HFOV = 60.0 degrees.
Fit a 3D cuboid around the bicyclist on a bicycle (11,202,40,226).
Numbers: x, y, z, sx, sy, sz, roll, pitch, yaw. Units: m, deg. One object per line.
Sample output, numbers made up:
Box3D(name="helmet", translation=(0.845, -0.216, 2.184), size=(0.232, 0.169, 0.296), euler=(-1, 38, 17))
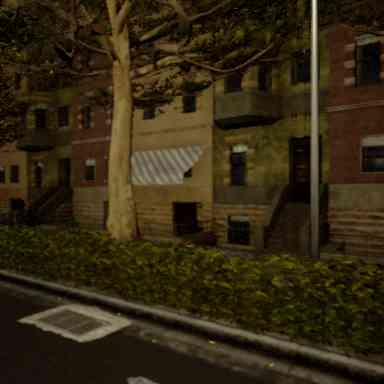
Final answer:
Box3D(name="bicyclist on a bicycle", translation=(-6.886, 1.251, 13.745), size=(0.582, 1.620, 1.656), euler=(0, 1, 34))
